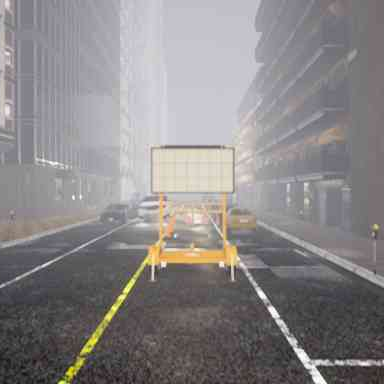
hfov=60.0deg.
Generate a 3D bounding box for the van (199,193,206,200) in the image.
[{"bbox_3d":[2.878,1.226,93.068,1.690,1.788,3.998,0,0,0],"label":"van"}]

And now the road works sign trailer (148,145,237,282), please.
[{"bbox_3d":[0.021,0.446,9.703,2.380,3.560,2.880,0,0,0],"label":"road works sign trailer"}]

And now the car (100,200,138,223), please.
[{"bbox_3d":[-5.638,1.521,25.303,1.947,1.339,4.313,0,0,0],"label":"car"}]

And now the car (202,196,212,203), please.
[{"bbox_3d":[2.821,1.488,64.826,1.802,1.307,4.206,0,0,0],"label":"car"}]

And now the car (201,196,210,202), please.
[{"bbox_3d":[2.833,1.482,70.475,1.802,1.307,4.206,0,0,0],"label":"car"}]

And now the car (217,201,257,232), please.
[{"bbox_3d":[2.732,1.490,19.807,1.752,1.417,4.829,0,0,0],"label":"car"}]

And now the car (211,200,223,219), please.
[{"bbox_3d":[2.743,1.522,25.287,1.947,1.339,4.313,0,0,0],"label":"car"}]

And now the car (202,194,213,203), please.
[{"bbox_3d":[2.788,1.366,47.880,1.967,1.590,4.097,0,0,0],"label":"car"}]

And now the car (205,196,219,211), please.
[{"bbox_3d":[2.765,1.490,36.584,2.008,1.369,4.403,0,0,0],"label":"car"}]

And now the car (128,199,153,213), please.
[{"bbox_3d":[-5.615,1.490,36.600,2.008,1.369,4.403,0,0,0],"label":"car"}]

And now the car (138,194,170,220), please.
[{"bbox_3d":[-3.043,1.173,27.767,2.150,2.045,5.566,0,0,0],"label":"car"}]

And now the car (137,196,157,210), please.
[{"bbox_3d":[-5.604,1.373,42.249,1.967,1.590,4.097,0,0,0],"label":"car"}]

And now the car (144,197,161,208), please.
[{"bbox_3d":[-5.593,1.451,47.727,1.752,1.417,4.829,0,0,0],"label":"car"}]

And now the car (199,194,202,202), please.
[{"bbox_3d":[2.811,1.228,59.177,2.192,1.841,5.009,0,0,0],"label":"car"}]
